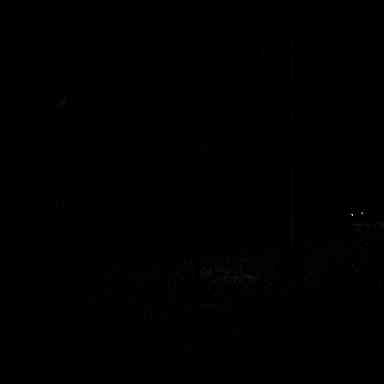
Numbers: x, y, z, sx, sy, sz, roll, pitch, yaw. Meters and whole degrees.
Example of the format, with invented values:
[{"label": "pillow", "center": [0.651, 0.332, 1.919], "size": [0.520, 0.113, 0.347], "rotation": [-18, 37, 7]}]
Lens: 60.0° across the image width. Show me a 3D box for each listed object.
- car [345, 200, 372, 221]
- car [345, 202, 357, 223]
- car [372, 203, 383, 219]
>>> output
[{"label": "car", "center": [10.834, 1.206, 26.555], "size": [2.150, 2.045, 5.566], "rotation": [0, 0, -35]}, {"label": "car", "center": [9.296, 1.537, 24.334], "size": [1.947, 1.339, 4.313], "rotation": [0, 0, -35]}, {"label": "car", "center": [15.835, 1.577, 28.989], "size": [1.947, 1.339, 4.313], "rotation": [0, 0, -35]}]
